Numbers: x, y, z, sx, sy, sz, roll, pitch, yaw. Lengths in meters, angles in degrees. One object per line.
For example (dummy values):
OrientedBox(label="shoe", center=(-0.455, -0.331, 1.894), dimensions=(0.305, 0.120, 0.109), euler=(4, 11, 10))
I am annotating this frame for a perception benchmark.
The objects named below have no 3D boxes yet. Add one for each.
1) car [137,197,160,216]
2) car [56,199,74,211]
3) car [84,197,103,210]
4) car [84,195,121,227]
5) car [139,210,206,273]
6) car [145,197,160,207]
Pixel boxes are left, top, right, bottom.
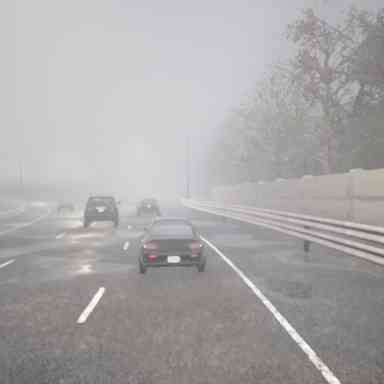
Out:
OrientedBox(label="car", center=(-4.287, 1.338, 32.502), dimensions=(2.097, 1.767, 4.553), euler=(0, 0, -9))
OrientedBox(label="car", center=(-15.946, 1.569, 41.796), dimensions=(2.033, 1.411, 5.357), euler=(0, 0, -24))
OrientedBox(label="car", center=(-12.931, 1.487, 43.479), dimensions=(1.882, 1.535, 5.008), euler=(0, 0, -24))
OrientedBox(label="car", center=(-6.178, 1.223, 23.043), dimensions=(2.150, 2.045, 5.566), euler=(0, 0, -13))
OrientedBox(label="car", center=(-0.673, 1.518, 10.633), dimensions=(1.812, 1.442, 4.674), euler=(0, 0, -5))
OrientedBox(label="car", center=(-6.279, 1.576, 53.386), dimensions=(1.895, 1.301, 4.718), euler=(0, 0, -2))
